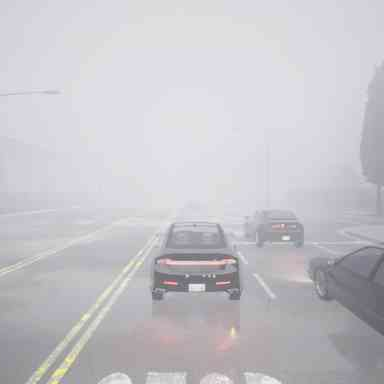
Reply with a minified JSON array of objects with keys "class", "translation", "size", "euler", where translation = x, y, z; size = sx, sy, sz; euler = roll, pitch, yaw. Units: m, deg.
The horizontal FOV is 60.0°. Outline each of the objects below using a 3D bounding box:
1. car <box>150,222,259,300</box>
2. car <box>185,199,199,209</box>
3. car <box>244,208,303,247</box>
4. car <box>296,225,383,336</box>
[{"class":"car","translation":[0.080,1.492,8.357],"size":[2.128,1.511,4.902],"euler":[0,0,0]},{"class":"car","translation":[-0.007,1.601,44.138],"size":[1.895,1.301,4.718],"euler":[0,0,0]},{"class":"car","translation":[3.563,1.505,15.058],"size":[1.837,1.490,4.892],"euler":[0,0,0]},{"class":"car","translation":[3.587,1.547,5.312],"size":[2.033,1.411,5.357],"euler":[0,0,0]}]
